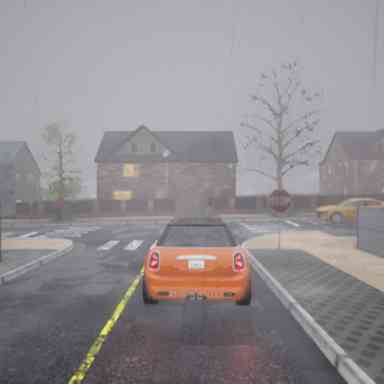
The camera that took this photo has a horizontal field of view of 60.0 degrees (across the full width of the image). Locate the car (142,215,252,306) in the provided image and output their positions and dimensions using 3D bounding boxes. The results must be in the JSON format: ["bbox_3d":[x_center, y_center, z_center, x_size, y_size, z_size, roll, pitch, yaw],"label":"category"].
[{"bbox_3d":[0.160,1.344,8.219,2.097,1.767,4.553,0,0,2],"label":"car"}]

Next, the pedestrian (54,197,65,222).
[{"bbox_3d":[-9.683,1.237,24.286,0.375,1.860,0.375,0,2,0],"label":"pedestrian"}]

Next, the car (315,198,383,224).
[{"bbox_3d":[10.529,1.142,21.437,5.008,1.535,1.882,-1,1,0],"label":"car"}]
